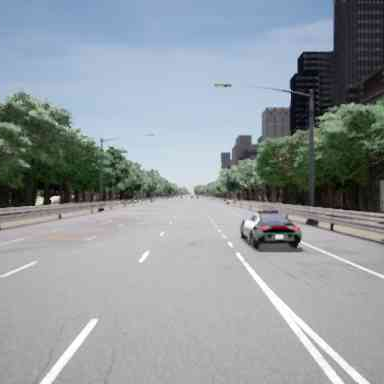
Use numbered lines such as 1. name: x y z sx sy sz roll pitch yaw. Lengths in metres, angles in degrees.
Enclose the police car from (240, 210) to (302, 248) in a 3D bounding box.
1. police car: 3.534 1.662 15.897 2.038 1.542 4.974 0 -1 0
